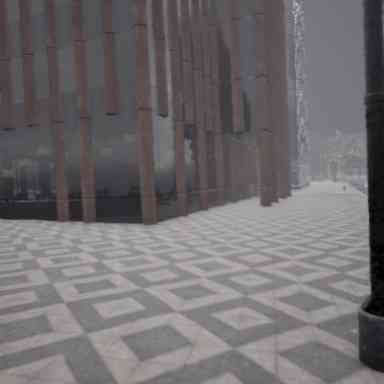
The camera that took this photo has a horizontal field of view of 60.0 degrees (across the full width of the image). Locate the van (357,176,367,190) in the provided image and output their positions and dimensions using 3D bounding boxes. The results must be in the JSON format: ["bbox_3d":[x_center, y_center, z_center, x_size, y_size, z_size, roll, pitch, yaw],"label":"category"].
[{"bbox_3d":[23.540,-1.090,44.481,1.690,1.788,3.998,-2,2,23],"label":"van"}]

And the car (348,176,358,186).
[{"bbox_3d":[31.996,-1.922,64.504,1.947,1.339,4.313,-2,2,23],"label":"car"}]

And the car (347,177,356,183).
[{"bbox_3d":[40.373,-3.006,84.363,1.752,1.417,4.829,-2,2,23],"label":"car"}]

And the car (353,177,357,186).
[{"bbox_3d":[25.661,-1.145,49.492,2.008,1.369,4.403,-2,2,23],"label":"car"}]

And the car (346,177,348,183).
[{"bbox_3d":[36.150,-2.481,74.355,1.752,1.417,4.829,-2,2,23],"label":"car"}]

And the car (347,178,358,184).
[{"bbox_3d":[38.330,-2.711,79.516,1.947,1.339,4.313,-2,2,23],"label":"car"}]
